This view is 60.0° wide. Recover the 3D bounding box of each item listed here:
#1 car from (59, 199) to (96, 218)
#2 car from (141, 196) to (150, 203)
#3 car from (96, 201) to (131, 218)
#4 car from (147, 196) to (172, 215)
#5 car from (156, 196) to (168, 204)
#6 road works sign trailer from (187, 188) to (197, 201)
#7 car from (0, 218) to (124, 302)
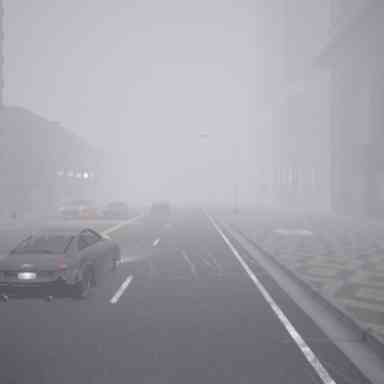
[{"bbox_3d":[-9.838,1.405,29.094,2.097,1.767,4.553,0,0,0],"label":"car"},{"bbox_3d":[-9.737,1.649,71.326,1.812,1.442,4.674,0,0,0],"label":"car"},{"bbox_3d":[-6.589,1.558,29.181,1.837,1.490,4.892,0,0,0],"label":"car"},{"bbox_3d":[-3.145,1.543,34.845,1.882,1.535,5.008,0,0,0],"label":"car"},{"bbox_3d":[-6.487,1.650,71.325,2.128,1.511,4.902,0,0,0],"label":"car"},{"bbox_3d":[0.029,0.643,85.945,2.380,3.560,2.880,0,0,0],"label":"road works sign trailer"},{"bbox_3d":[-3.148,1.578,8.372,1.994,1.385,4.181,0,0,0],"label":"car"}]
